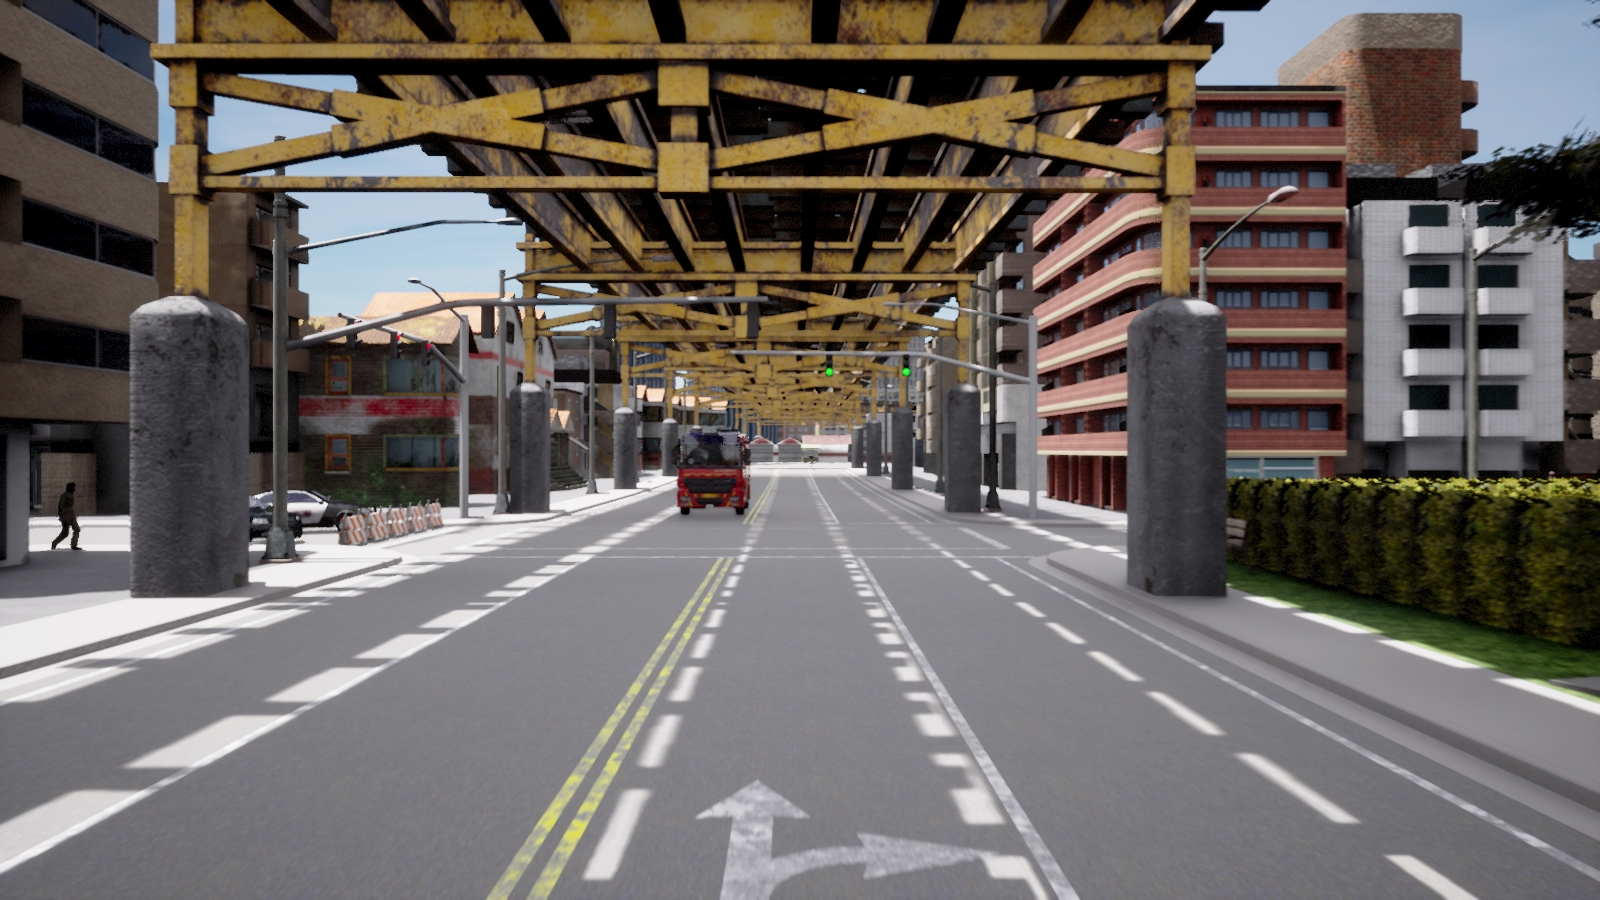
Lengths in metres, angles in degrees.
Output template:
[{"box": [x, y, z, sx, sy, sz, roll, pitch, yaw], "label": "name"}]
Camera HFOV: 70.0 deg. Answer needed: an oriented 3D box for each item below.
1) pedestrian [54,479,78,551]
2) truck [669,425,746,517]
[{"box": [-19.239, 1.705, 29.961, 0.375, 1.860, 0.375, 0, 0, 3], "label": "pedestrian"}, {"box": [-4.052, 0.891, 51.883, 2.891, 3.827, 8.468, 0, 0, 0], "label": "truck"}]
